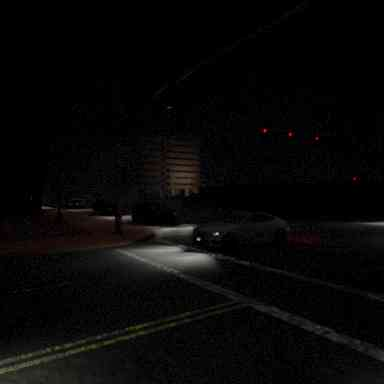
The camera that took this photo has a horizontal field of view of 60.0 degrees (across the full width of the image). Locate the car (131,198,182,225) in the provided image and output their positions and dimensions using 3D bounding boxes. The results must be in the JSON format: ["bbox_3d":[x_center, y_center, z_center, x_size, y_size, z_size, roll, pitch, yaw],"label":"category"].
[{"bbox_3d":[-2.887,1.477,24.489,1.882,1.535,5.008,0,0,-31],"label":"car"}]

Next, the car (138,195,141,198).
[{"bbox_3d":[-11.359,1.152,83.926,4.605,1.855,1.932,0,0,-34],"label":"car"}]

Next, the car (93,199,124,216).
[{"bbox_3d":[-8.378,1.477,33.136,1.882,1.535,5.008,0,0,-33],"label":"car"}]

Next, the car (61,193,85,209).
[{"bbox_3d":[-16.458,1.223,45.792,2.150,2.045,5.566,0,0,-32],"label":"car"}]

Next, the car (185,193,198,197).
[{"bbox_3d":[1.246,1.155,65.267,3.866,1.878,1.905,0,0,-34],"label":"car"}]

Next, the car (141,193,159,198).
[{"bbox_3d":[-9.782,1.155,81.499,3.866,1.878,1.905,0,0,-34],"label":"car"}]

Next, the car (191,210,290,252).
[{"bbox_3d":[2.176,1.525,14.030,4.674,1.442,1.812,0,0,-34],"label":"car"}]
